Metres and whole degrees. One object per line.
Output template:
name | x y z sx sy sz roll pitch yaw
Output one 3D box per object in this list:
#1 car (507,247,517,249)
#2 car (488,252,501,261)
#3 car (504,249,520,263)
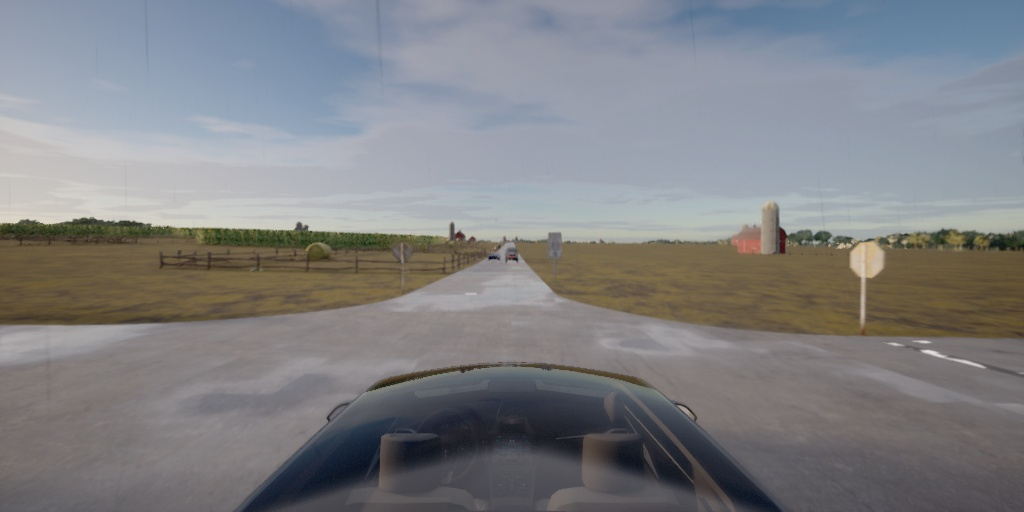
car | -0.036 -0.493 60.748 2.150 2.045 5.566 -1 2 0
car | -2.780 0.066 56.112 1.895 1.301 4.718 -1 2 0
car | -0.028 0.127 50.316 1.837 1.490 4.892 -1 2 0
